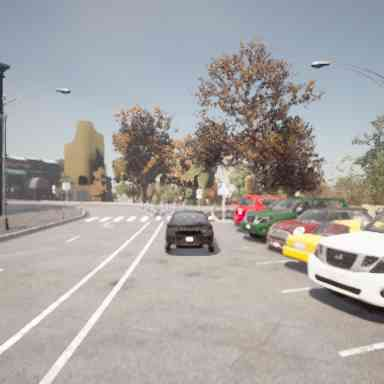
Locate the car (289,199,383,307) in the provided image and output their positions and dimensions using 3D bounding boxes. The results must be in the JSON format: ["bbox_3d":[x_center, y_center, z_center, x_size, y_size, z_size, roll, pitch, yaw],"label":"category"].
[{"bbox_3d":[5.281,1.284,7.276,5.566,2.045,2.435,1,0,-21],"label":"car"}]

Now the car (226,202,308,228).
[{"bbox_3d":[5.003,1.476,22.153,4.892,1.521,2.231,1,0,-22],"label":"car"}]

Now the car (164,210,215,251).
[{"bbox_3d":[-0.110,1.504,14.286,1.882,1.535,5.008,0,1,-1],"label":"car"}]

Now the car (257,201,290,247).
[{"bbox_3d":[5.250,1.400,13.248,4.553,1.767,2.185,1,1,-21],"label":"car"}]

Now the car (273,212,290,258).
[{"bbox_3d":[5.439,1.535,10.343,5.366,1.575,1.946,1,0,-21],"label":"car"}]

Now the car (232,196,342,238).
[{"bbox_3d":[5.138,1.258,16.191,5.566,2.045,2.435,1,1,-21],"label":"car"}]

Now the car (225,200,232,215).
[{"bbox_3d":[5.118,1.241,19.194,5.566,2.045,2.435,1,0,-22],"label":"car"}]

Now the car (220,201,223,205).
[{"bbox_3d":[10.260,2.874,92.085,5.008,1.535,1.882,0,0,30],"label":"car"}]
